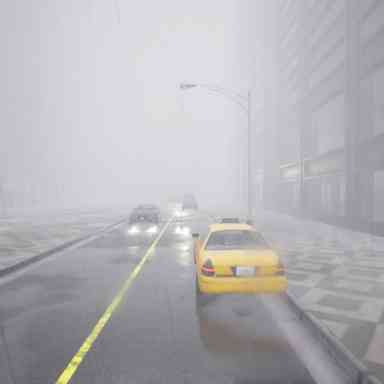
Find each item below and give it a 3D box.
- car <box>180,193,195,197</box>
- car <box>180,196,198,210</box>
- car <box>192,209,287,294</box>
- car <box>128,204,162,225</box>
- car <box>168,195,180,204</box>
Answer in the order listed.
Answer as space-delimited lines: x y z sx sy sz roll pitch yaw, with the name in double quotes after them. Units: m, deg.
-0.456 1.234 53.478 2.150 2.045 5.566 0 0 0 "car"
-0.266 1.573 42.739 1.994 1.385 4.181 0 0 -1 "car"
0.974 1.457 8.792 1.801 1.575 5.366 0 0 0 "car"
-3.305 1.569 24.069 1.994 1.385 4.181 0 0 0 "car"
-3.591 1.518 65.330 1.837 1.490 4.892 0 0 0 "car"
